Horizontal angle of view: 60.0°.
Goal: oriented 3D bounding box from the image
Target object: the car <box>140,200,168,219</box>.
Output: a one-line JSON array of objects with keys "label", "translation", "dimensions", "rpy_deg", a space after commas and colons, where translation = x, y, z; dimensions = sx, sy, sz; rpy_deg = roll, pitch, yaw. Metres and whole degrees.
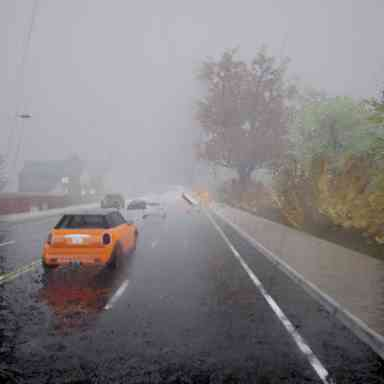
[{"label": "car", "translation": [-3.148, 1.533, 29.396], "dimensions": [1.812, 1.442, 4.674], "rpy_deg": [0, 0, 0]}]

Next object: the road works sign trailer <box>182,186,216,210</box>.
[{"label": "road works sign trailer", "translation": [0.532, 1.024, 40.244], "dimensions": [3.560, 2.880, 2.380], "rpy_deg": [0, 33, -49]}]

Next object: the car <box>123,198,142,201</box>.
[{"label": "car", "translation": [-6.583, 1.570, 40.093], "dimensions": [1.994, 1.385, 4.181], "rpy_deg": [0, 0, 0]}]

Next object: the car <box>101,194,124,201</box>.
[{"label": "car", "translation": [-9.825, 1.230, 41.696], "dimensions": [2.150, 2.045, 5.566], "rpy_deg": [0, 0, 0]}]

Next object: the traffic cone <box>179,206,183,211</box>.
[{"label": "traffic cone", "translation": [-1.376, 1.961, 39.010], "dimensions": [0.340, 0.580, 0.340], "rpy_deg": [0, 0, 0]}]

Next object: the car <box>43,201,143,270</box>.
[{"label": "car", "translation": [-3.149, 1.360, 11.255], "dimensions": [2.097, 1.767, 4.553], "rpy_deg": [0, 0, 0]}]
